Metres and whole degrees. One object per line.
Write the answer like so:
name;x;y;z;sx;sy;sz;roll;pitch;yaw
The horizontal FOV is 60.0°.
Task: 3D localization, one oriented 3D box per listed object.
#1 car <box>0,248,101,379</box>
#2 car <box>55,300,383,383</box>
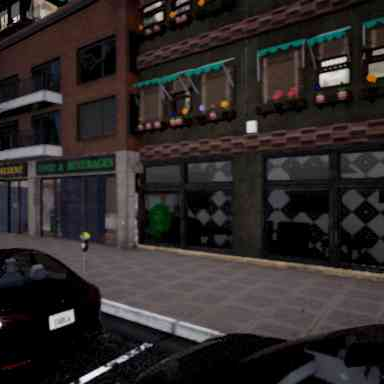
car;-3.252;1.563;5.201;4.313;1.339;1.947;0;0;36
car;1.358;1.566;1.912;4.313;1.339;1.947;0;0;36
